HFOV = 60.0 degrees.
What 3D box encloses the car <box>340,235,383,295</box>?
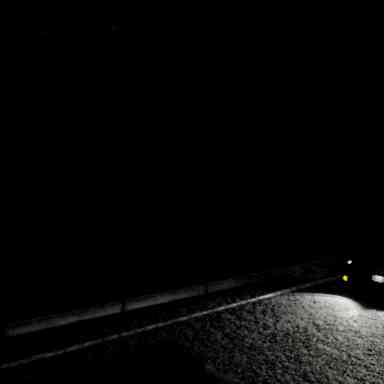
[{"bbox_3d":[5.383,1.572,7.868,4.181,1.385,1.994,0,0,-36],"label":"car"}]
